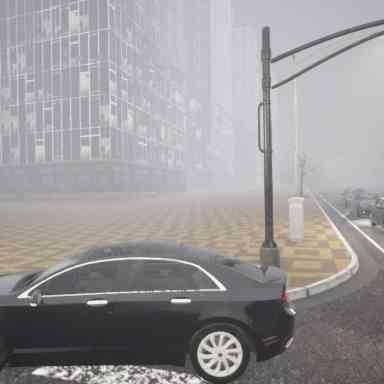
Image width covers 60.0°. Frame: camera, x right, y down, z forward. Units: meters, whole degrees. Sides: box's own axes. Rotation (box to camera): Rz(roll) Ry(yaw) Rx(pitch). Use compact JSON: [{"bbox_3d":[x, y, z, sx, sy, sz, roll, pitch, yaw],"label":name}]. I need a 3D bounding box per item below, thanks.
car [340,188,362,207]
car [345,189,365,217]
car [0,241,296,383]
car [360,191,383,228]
[{"bbox_3d":[13.077,0.454,26.757,2.128,1.511,4.902,-1,2,18],"label":"car"},{"bbox_3d":[11.081,0.759,20.694,1.994,1.385,4.181,-1,2,17],"label":"car"},{"bbox_3d":[-1.062,1.505,4.767,4.892,1.490,1.837,0,0,0],"label":"car"},{"bbox_3d":[9.030,0.928,14.400,2.128,1.511,4.902,-1,2,18],"label":"car"}]
